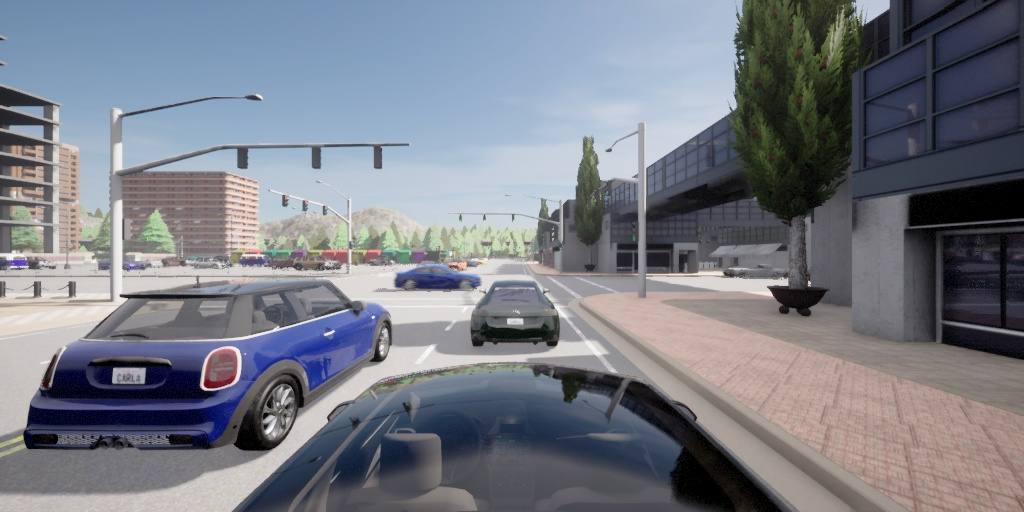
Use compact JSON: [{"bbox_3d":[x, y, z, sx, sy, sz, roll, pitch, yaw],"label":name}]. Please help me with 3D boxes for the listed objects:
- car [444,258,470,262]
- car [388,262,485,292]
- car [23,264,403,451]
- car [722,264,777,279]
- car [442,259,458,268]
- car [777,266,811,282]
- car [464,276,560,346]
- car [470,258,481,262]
[{"bbox_3d":[-7.197,1.103,46.770,2.097,1.767,4.553,0,0,1],"label":"car"},{"bbox_3d":[-4.279,1.281,20.879,5.008,1.535,1.882,0,0,-2],"label":"car"},{"bbox_3d":[-3.442,1.102,5.361,2.097,1.767,4.553,0,0,0],"label":"car"},{"bbox_3d":[21.417,1.350,31.761,4.718,1.301,1.895,0,0,0],"label":"car"},{"bbox_3d":[-10.361,1.275,60.288,1.812,1.442,4.674,0,0,2],"label":"car"},{"bbox_3d":[24.542,1.297,28.248,5.357,1.411,2.033,0,0,0],"label":"car"},{"bbox_3d":[0.069,1.314,9.368,1.994,1.385,4.181,0,0,0],"label":"car"},{"bbox_3d":[-6.884,1.311,59.543,1.994,1.385,4.181,0,0,2],"label":"car"}]
